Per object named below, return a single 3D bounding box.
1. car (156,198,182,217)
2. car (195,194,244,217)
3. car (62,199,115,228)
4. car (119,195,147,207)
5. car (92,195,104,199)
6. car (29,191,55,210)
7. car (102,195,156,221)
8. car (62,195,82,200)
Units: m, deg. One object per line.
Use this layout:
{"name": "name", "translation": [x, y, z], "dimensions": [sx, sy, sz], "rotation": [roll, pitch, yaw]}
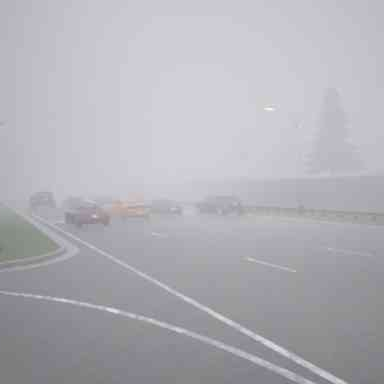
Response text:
{"name": "car", "translation": [-2.506, 1.227, 27.481], "dimensions": [1.994, 1.385, 4.181], "rotation": [-1, 1, -32]}
{"name": "car", "translation": [2.091, 0.974, 26.680], "dimensions": [2.097, 1.767, 4.553], "rotation": [-1, 1, -32]}
{"name": "car", "translation": [-6.654, 1.360, 20.863], "dimensions": [1.994, 1.385, 4.181], "rotation": [-1, 1, -32]}
{"name": "car", "translation": [-7.617, 1.126, 42.490], "dimensions": [1.895, 1.301, 4.718], "rotation": [-1, 1, -32]}
{"name": "car", "translation": [-11.360, 1.067, 41.894], "dimensions": [2.128, 1.511, 4.902], "rotation": [-1, 1, -32]}
{"name": "car", "translation": [-16.952, 0.916, 37.617], "dimensions": [2.150, 2.045, 5.566], "rotation": [-1, 1, -32]}
{"name": "car", "translation": [-4.755, 1.206, 24.456], "dimensions": [1.882, 1.535, 5.008], "rotation": [-1, 1, -32]}
{"name": "car", "translation": [-14.405, 1.137, 40.166], "dimensions": [1.837, 1.490, 4.892], "rotation": [-1, 1, -32]}
